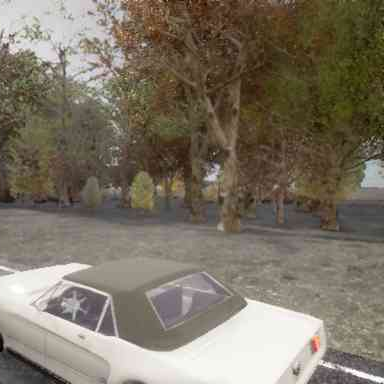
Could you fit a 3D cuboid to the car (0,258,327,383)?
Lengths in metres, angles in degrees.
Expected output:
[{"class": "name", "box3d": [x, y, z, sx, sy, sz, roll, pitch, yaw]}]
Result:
[{"class": "car", "box3d": [-0.963, 1.551, 4.231, 4.718, 1.301, 1.895, 1, 1, 35]}]
